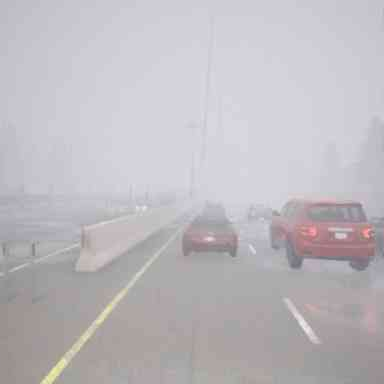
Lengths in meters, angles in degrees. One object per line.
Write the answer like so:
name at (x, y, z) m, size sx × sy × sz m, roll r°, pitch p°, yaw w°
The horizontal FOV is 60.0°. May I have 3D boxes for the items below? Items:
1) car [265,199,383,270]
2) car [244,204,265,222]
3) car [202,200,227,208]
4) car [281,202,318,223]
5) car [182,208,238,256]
car at (4.119, 1.263, 11.433) m, size 2.150 × 2.045 × 5.566 m, roll 1°, pitch 0°, yaw 4°
car at (5.206, 1.628, 26.129) m, size 1.895 × 1.301 × 4.718 m, roll 1°, pitch 0°, yaw 5°
car at (1.838, 1.453, 27.836) m, size 2.128 × 1.511 × 4.902 m, roll 1°, pitch 0°, yaw 5°
car at (8.856, 1.654, 27.783) m, size 1.994 × 1.385 × 4.181 m, roll 1°, pitch 0°, yaw 5°
car at (0.737, 1.542, 13.103) m, size 1.994 × 1.385 × 4.181 m, roll 1°, pitch 0°, yaw 4°
